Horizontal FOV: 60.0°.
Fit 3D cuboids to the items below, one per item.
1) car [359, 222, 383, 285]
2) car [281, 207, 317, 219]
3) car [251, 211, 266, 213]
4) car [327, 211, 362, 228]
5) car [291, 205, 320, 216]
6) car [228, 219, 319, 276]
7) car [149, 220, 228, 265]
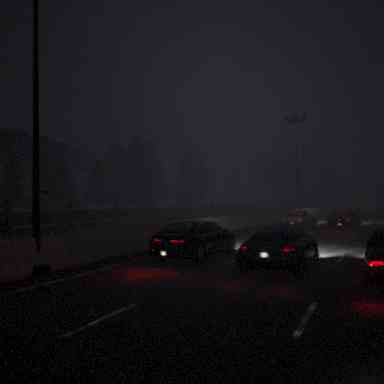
[{"bbox_3d":[6.002,1.727,9.536,2.033,1.411,5.357,-2,-2,29],"label":"car"},{"bbox_3d":[9.287,2.258,28.507,1.895,1.301,4.718,-2,-2,35],"label":"car"},{"bbox_3d":[10.812,2.817,52.013,4.674,1.442,1.812,0,-2,-44],"label":"car"},{"bbox_3d":[12.361,2.159,26.816,1.895,1.301,4.718,-2,-2,35],"label":"car"},{"bbox_3d":[16.253,2.582,47.552,4.892,1.490,1.837,1,-3,-43],"label":"car"},{"bbox_3d":[3.089,1.846,11.492,1.994,1.385,4.181,-2,-2,29],"label":"car"},{"bbox_3d":[0.203,1.891,13.504,1.837,1.490,4.892,-2,-2,29],"label":"car"}]
